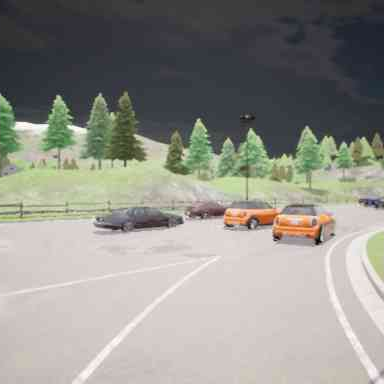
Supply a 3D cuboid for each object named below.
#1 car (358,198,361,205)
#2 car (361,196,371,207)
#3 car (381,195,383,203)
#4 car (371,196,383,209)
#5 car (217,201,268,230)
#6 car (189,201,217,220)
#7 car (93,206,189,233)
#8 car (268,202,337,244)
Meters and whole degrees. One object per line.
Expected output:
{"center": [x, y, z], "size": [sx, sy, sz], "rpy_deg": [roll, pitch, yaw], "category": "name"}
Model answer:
{"center": [30.858, 1.466, 58.045], "size": [5.008, 1.535, 1.882], "rpy_deg": [0, 0, -41], "category": "car"}
{"center": [28.342, 1.468, 51.136], "size": [5.008, 1.535, 1.882], "rpy_deg": [1, 0, -41], "category": "car"}
{"center": [38.761, 1.299, 64.836], "size": [5.008, 1.535, 1.882], "rpy_deg": [0, 0, -41], "category": "car"}
{"center": [26.294, 1.518, 44.762], "size": [4.674, 1.442, 1.812], "rpy_deg": [0, 0, -41], "category": "car"}
{"center": [4.127, 1.345, 21.102], "size": [4.553, 1.767, 2.097], "rpy_deg": [0, 0, -41], "category": "car"}
{"center": [1.447, 1.513, 28.027], "size": [4.674, 1.442, 1.812], "rpy_deg": [0, 0, -41], "category": "car"}
{"center": [-3.026, 1.537, 19.571], "size": [5.357, 1.411, 2.033], "rpy_deg": [0, 0, -41], "category": "car"}
{"center": [5.598, 1.346, 16.159], "size": [2.097, 1.767, 4.553], "rpy_deg": [0, 0, 33], "category": "car"}
